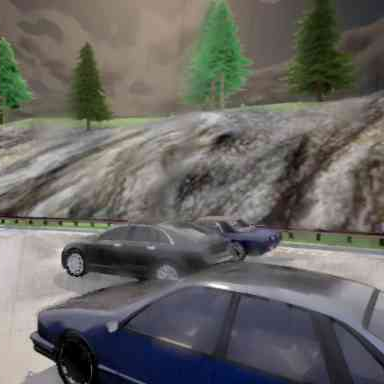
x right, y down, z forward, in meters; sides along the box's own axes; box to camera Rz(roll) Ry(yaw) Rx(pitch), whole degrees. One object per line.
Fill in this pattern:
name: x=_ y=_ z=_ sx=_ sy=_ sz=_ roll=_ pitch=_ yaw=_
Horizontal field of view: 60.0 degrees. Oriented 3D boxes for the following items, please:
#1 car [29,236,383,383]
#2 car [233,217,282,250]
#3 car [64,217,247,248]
car: x=0.579 y=1.521 z=3.478 sx=5.357 sy=1.411 sz=2.033 roll=0 pitch=0 yaw=34
car: x=0.570 y=1.530 z=11.607 sx=4.718 sy=1.301 sz=1.895 roll=0 pitch=0 yaw=30
car: x=-1.282 y=1.463 z=8.582 sx=4.892 sy=1.490 sz=1.837 roll=0 pitch=0 yaw=30
